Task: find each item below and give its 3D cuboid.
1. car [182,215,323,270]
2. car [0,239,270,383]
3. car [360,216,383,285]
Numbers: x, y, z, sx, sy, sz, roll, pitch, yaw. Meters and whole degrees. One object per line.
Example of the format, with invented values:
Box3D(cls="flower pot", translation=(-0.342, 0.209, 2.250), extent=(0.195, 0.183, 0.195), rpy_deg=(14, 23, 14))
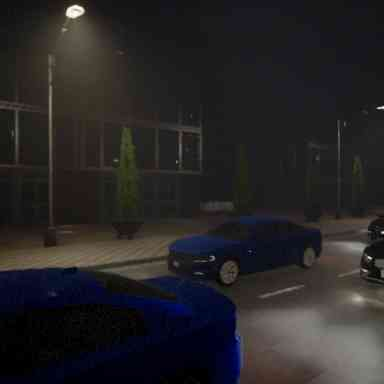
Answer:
Box3D(cls="car", translation=(1.657, 1.456, 9.462), extent=(5.008, 1.535, 1.882), rpy_deg=(0, 0, -35))
Box3D(cls="car", translation=(-1.825, 1.478, 2.676), extent=(5.008, 1.535, 1.882), rpy_deg=(0, 0, -35))
Box3D(cls="car", translation=(6.133, 1.461, 8.349), extent=(4.902, 1.511, 2.128), rpy_deg=(0, 0, -35))
